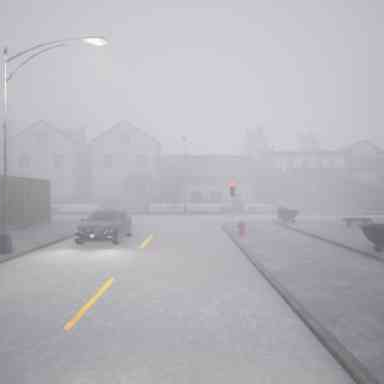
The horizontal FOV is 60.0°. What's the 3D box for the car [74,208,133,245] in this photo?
[{"bbox_3d":[-4.077,1.579,16.021,1.837,1.490,4.892,0,0,0],"label":"car"}]
